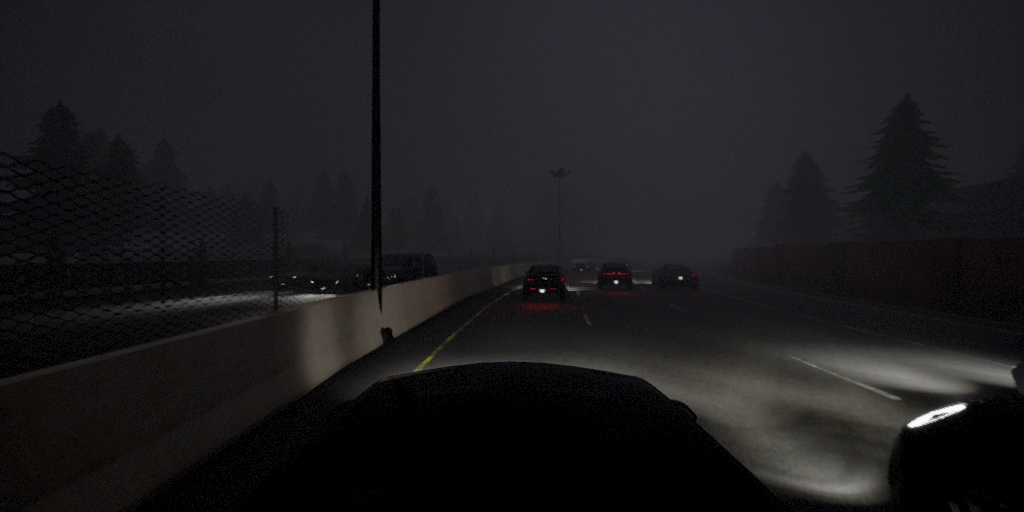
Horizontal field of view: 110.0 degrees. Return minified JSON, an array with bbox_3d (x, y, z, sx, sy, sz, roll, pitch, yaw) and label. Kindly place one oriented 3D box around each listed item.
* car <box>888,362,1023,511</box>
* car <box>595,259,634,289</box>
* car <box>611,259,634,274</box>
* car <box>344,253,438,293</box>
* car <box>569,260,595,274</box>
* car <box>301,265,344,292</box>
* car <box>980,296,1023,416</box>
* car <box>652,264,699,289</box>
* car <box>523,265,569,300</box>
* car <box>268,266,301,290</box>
[{"bbox_3d":[3.711,1.111,0.589,2.097,1.767,4.553,0,0,-1],"label":"car"},{"bbox_3d":[6.138,1.118,21.646,1.837,1.490,4.892,0,0,13],"label":"car"},{"bbox_3d":[11.855,1.024,38.434,1.812,1.442,4.674,0,0,24],"label":"car"},{"bbox_3d":[-5.545,0.854,17.898,2.150,2.045,5.566,0,0,10],"label":"car"},{"bbox_3d":[7.814,1.099,38.043,1.895,1.301,4.718,0,0,23],"label":"car"},{"bbox_3d":[-8.721,1.162,20.039,2.033,1.411,5.357,0,0,10],"label":"car"},{"bbox_3d":[7.209,1.275,2.503,1.812,1.442,4.674,0,0,1],"label":"car"},{"bbox_3d":[9.753,1.179,21.678,1.994,1.385,4.181,0,0,13],"label":"car"},{"bbox_3d":[1.652,1.147,17.096,1.837,1.490,4.892,0,0,10],"label":"car"},{"bbox_3d":[-11.988,1.203,21.453,1.895,1.301,4.718,0,0,11],"label":"car"}]
